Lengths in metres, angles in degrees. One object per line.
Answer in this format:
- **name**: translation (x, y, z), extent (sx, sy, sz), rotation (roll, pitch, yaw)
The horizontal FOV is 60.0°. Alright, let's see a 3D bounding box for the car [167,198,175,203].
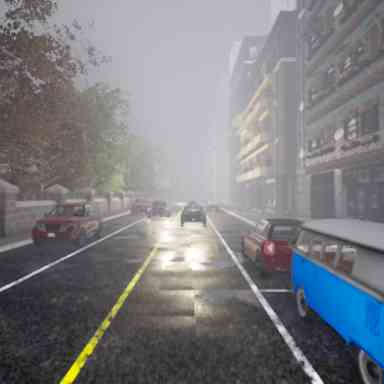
- **car**: translation (-5.815, 2.293, 93.481), extent (1.887, 1.381, 4.507), rotation (0, 0, 0)

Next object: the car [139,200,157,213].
- **car**: translation (-5.686, 1.860, 43.464), extent (1.752, 1.417, 4.829), rotation (0, 0, 0)

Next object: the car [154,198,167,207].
- **car**: translation (-5.686, 1.910, 60.251), extent (1.967, 1.590, 4.097), rotation (0, 0, 0)

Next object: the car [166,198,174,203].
- **car**: translation (-5.764, 2.251, 87.941), extent (2.008, 1.369, 4.403), rotation (0, 0, 0)

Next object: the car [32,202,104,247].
- **car**: translation (-5.686, 1.437, 15.943), extent (2.192, 1.841, 5.009), rotation (0, 0, 0)

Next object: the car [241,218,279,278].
- **car**: translation (2.694, 1.519, 10.407), extent (1.967, 1.590, 4.097), rotation (0, 0, 0)

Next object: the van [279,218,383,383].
- **van**: translation (2.694, 1.378, 4.869), extent (1.690, 1.788, 3.998), rotation (0, 0, 0)

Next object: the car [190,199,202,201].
- **car**: translation (0.107, 1.882, 46.125), extent (1.812, 1.442, 4.674), rotation (0, -1, 0)

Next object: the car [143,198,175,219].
- **car**: translation (-3.092, 1.599, 32.215), extent (2.097, 1.767, 4.553), rotation (0, 0, 0)

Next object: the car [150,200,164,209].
- **car**: translation (-5.687, 1.991, 54.711), extent (1.947, 1.339, 4.313), rotation (0, 0, 0)

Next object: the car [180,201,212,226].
- **car**: translation (0.102, 1.685, 25.139), extent (2.128, 1.511, 4.902), rotation (0, 0, 0)

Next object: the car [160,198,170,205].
- **car**: translation (-5.686, 2.085, 71.157), extent (1.752, 1.417, 4.829), rotation (0, 0, 0)

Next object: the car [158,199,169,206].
- **car**: translation (-5.686, 2.097, 65.788), extent (1.802, 1.307, 4.206), rotation (0, 0, 0)

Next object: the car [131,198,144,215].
- **car**: translation (-5.686, 1.608, 38.098), extent (2.192, 1.841, 5.009), rotation (0, 0, 0)

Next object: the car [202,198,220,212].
- **car**: translation (2.694, 1.887, 43.637), extent (2.008, 1.369, 4.403), rotation (0, 0, 0)

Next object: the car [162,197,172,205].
- **car**: translation (-5.686, 2.048, 76.867), extent (1.967, 1.590, 4.097), rotation (0, 0, 0)
